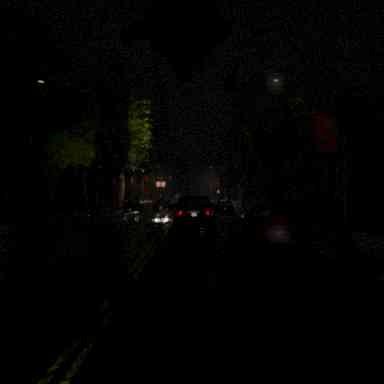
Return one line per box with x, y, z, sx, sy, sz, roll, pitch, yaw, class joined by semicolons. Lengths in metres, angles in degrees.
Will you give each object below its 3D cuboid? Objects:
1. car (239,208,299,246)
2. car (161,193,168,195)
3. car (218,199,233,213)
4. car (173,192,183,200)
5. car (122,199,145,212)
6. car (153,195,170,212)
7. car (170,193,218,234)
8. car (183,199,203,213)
3.351;1.471;15.224;1.882;1.535;5.008;0;0;0;car
-6.497;1.083;78.802;1.837;1.490;4.892;0;0;0;car
3.351;1.455;36.122;2.128;1.511;4.902;0;0;0;car
-3.247;0.938;78.832;2.097;1.767;4.553;0;0;0;car
-6.593;1.507;38.017;2.033;1.411;5.357;0;0;0;car
-3.342;1.450;38.361;2.128;1.511;4.902;0;0;0;car
0.102;1.211;19.262;2.150;2.045;5.566;0;0;0;car
0.102;1.526;36.673;1.994;1.385;4.181;0;0;0;car
